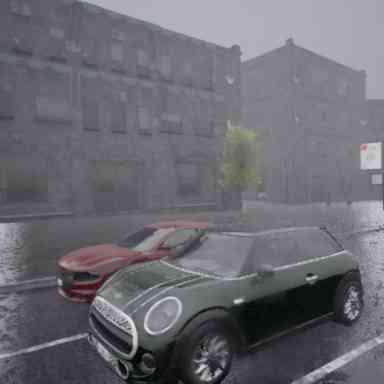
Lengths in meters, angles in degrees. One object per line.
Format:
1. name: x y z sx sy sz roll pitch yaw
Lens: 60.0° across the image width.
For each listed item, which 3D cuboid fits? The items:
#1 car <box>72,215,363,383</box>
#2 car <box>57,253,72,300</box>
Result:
1. car: 0.739 1.329 5.365 4.553 1.767 2.097 0 0 -36
2. car: -0.528 1.453 7.900 5.008 1.535 1.882 0 0 -36
